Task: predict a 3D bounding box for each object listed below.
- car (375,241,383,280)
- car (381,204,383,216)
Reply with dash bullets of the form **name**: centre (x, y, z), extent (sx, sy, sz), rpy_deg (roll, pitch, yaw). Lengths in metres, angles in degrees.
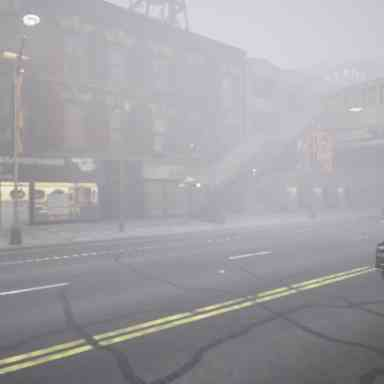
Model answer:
- **car**: centre (6.515, 1.478, 8.390), extent (4.902, 1.511, 2.128), rpy_deg (0, 0, -36)
- **car**: centre (19.330, 1.186, 29.996), extent (5.566, 2.045, 2.435), rpy_deg (0, 0, -36)
